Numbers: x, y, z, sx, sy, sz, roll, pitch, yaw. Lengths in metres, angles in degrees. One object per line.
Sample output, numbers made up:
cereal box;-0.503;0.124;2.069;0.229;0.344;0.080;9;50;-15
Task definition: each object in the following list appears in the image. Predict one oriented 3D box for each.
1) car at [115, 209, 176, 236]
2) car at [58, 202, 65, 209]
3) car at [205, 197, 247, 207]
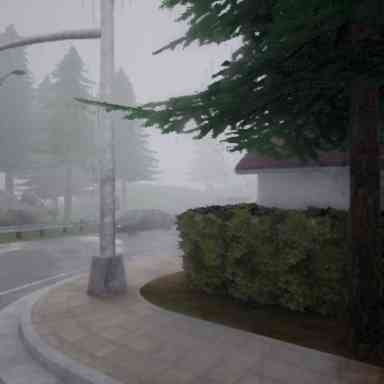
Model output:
car;-3.027;1.765;20.499;2.033;1.411;5.357;0;0;36
car;-19.933;1.808;48.326;1.812;1.442;4.674;0;0;36
car;2.941;1.436;28.750;2.150;2.045;5.566;0;0;36
